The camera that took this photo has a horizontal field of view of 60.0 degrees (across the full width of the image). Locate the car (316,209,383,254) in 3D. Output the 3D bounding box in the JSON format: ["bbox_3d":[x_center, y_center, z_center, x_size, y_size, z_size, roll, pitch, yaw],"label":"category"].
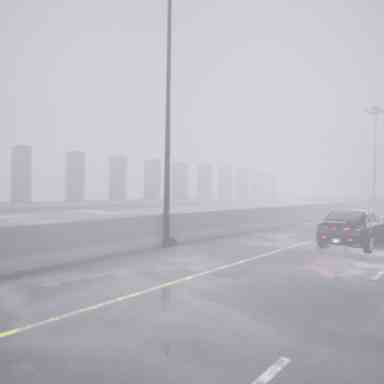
[{"bbox_3d":[6.643,1.445,13.520,1.837,1.490,4.892,1,1,41],"label":"car"}]

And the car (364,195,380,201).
[{"bbox_3d":[31.521,1.329,58.183,1.812,1.442,4.674,1,1,40],"label":"car"}]

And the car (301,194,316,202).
[{"bbox_3d":[22.943,1.135,64.295,2.033,1.411,5.357,1,1,40],"label":"car"}]

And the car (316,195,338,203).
[{"bbox_3d":[25.636,1.209,62.062,2.033,1.411,5.357,1,1,40],"label":"car"}]

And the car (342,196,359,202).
[{"bbox_3d":[28.832,1.332,60.424,1.895,1.301,4.718,1,1,40],"label":"car"}]
